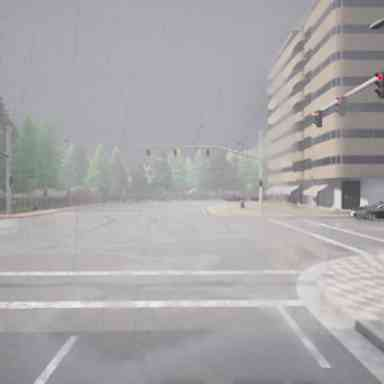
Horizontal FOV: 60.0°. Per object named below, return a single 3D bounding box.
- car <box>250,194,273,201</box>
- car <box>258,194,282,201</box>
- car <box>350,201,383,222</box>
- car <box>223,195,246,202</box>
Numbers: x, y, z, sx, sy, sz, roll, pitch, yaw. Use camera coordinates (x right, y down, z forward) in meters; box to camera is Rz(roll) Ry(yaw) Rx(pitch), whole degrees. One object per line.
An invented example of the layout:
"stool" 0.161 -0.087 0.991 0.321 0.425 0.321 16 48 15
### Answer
"car" 14.100 1.238 68.841 4.674 1.442 1.812 0 0 -34
"car" 17.443 1.216 74.747 4.902 1.511 2.128 0 0 -23
"car" 14.514 1.445 25.138 4.902 1.511 2.128 0 0 -1
"car" 8.786 1.251 69.131 5.357 1.411 2.033 0 0 -38
